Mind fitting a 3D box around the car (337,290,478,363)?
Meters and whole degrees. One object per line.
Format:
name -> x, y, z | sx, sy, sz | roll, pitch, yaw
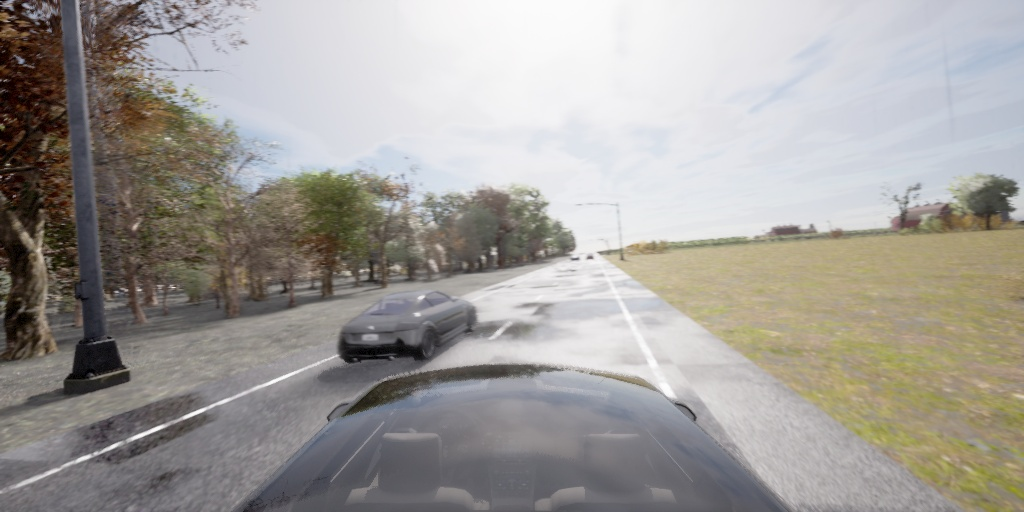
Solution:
car -> -2.354, 1.553, 9.043 | 1.994, 1.385, 4.181 | -5, 0, 13
